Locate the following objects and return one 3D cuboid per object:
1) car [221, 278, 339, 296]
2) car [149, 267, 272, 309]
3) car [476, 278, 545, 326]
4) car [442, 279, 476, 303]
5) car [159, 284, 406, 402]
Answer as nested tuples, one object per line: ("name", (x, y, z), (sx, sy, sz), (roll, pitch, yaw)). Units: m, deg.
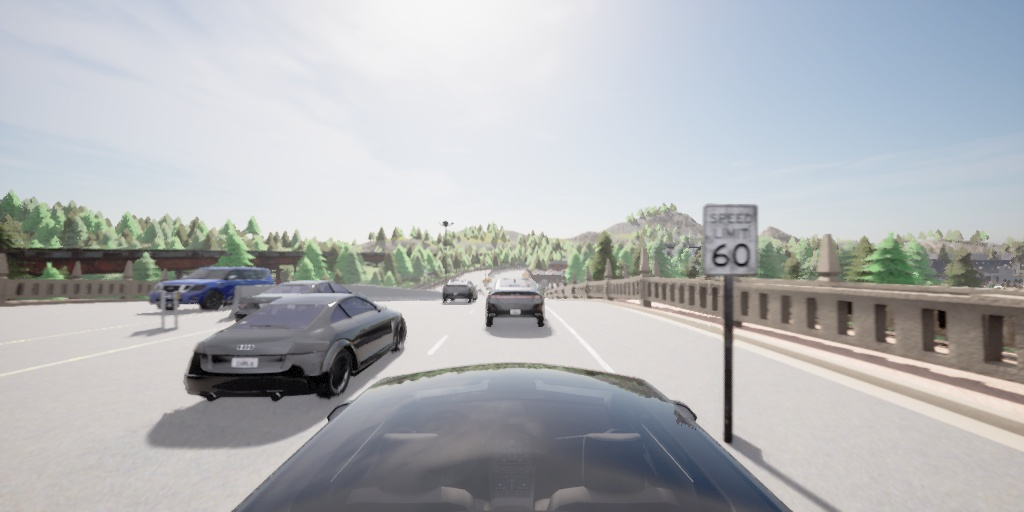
("car", (-6.901, 1.562, 12.486), (2.033, 1.411, 5.357), (0, -3, 0))
("car", (-14.095, 1.523, 17.467), (2.150, 2.045, 5.566), (0, -4, 0))
("car", (0.099, 1.519, 12.745), (2.128, 1.511, 4.902), (0, -3, 0))
("car", (-3.403, 2.332, 24.037), (2.128, 1.511, 4.902), (0, -5, 0))
("car", (-3.401, 1.372, 6.575), (1.994, 1.385, 4.181), (0, -1, 0))
